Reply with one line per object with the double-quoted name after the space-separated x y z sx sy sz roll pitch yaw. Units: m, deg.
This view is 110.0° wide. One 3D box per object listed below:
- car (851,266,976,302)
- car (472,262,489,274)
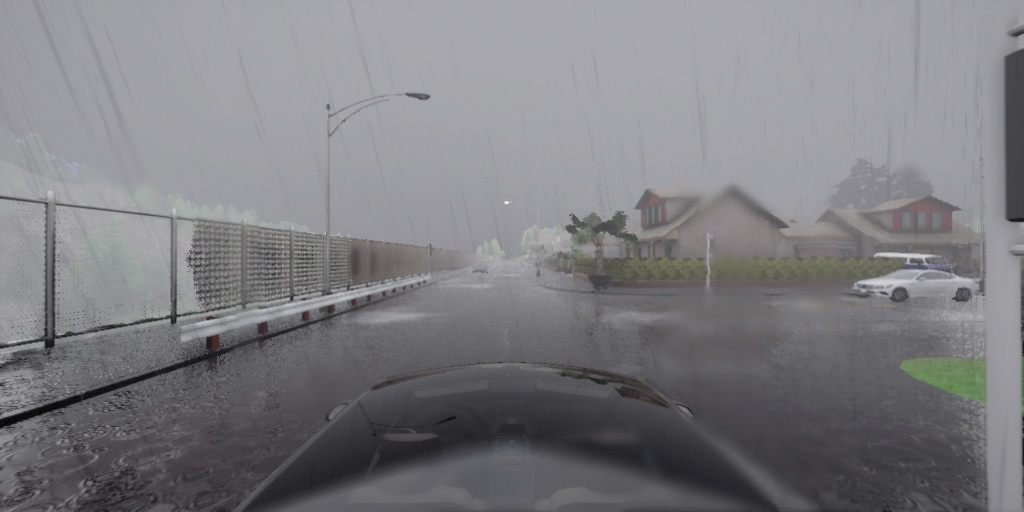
18.870 1.362 16.919 4.674 1.442 1.812 0 0 0 "car"
-4.004 1.570 46.047 1.837 1.490 4.892 0 1 0 "car"
